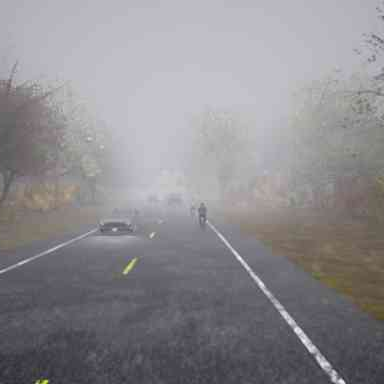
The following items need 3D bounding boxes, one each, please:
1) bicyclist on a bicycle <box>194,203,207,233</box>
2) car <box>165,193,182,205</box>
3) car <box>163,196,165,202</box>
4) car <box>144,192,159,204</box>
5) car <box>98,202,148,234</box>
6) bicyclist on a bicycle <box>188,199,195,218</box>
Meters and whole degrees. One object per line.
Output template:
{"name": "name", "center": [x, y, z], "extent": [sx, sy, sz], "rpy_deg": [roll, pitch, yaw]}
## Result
{"name": "bicyclist on a bicycle", "center": [0.584, 1.434, 18.373], "extent": [0.582, 1.620, 1.656], "rpy_deg": [0, 0, -2]}
{"name": "car", "center": [-2.916, 1.124, 55.163], "extent": [2.150, 2.045, 5.566], "rpy_deg": [0, 0, -6]}
{"name": "car", "center": [-5.333, 1.311, 74.017], "extent": [1.882, 1.535, 5.008], "rpy_deg": [0, 0, -8]}
{"name": "car", "center": [-7.306, 1.103, 61.931], "extent": [2.150, 2.045, 5.566], "rpy_deg": [0, 0, -6]}
{"name": "car", "center": [-4.024, 1.530, 19.592], "extent": [2.033, 1.411, 5.357], "rpy_deg": [0, 0, -2]}
{"name": "bicyclist on a bicycle", "center": [0.080, 1.402, 28.621], "extent": [0.866, 1.612, 1.509], "rpy_deg": [0, 0, -3]}
